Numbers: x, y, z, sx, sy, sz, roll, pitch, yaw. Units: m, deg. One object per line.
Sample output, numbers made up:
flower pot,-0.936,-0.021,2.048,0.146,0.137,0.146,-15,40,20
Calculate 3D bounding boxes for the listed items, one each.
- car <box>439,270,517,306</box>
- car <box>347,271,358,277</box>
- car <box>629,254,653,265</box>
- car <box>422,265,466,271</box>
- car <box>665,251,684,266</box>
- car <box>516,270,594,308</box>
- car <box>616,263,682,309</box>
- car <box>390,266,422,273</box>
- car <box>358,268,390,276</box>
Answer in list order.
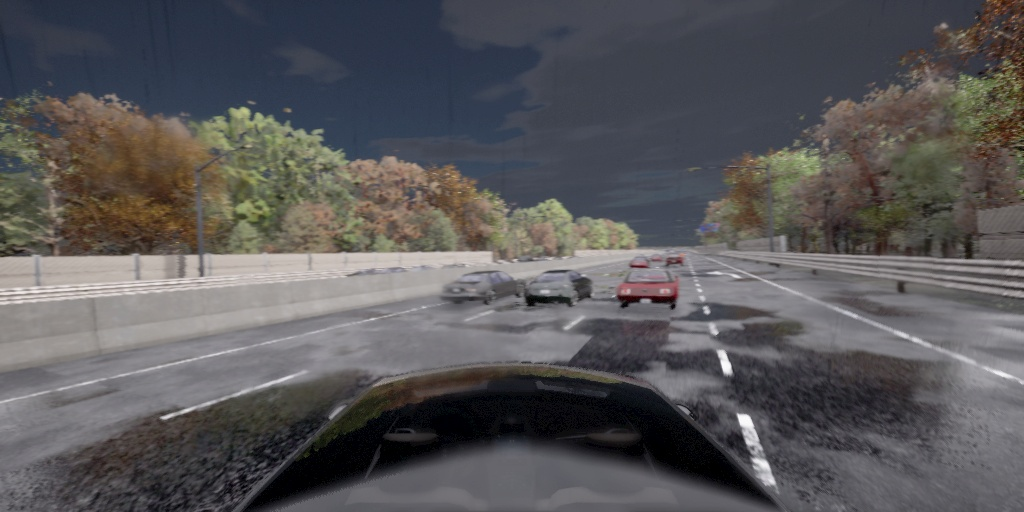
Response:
car,-1.114,1.371,16.482,2.033,1.411,5.357,-2,0,26
car,-14.828,2.001,36.531,1.994,1.385,4.181,-2,0,26
car,14.755,0.772,41.392,1.994,1.385,4.181,-2,0,26
car,-5.429,1.541,31.889,1.837,1.490,4.892,-2,-1,26
car,20.671,0.447,45.627,1.882,1.535,5.008,-2,0,26
car,2.081,1.251,15.061,1.994,1.385,4.181,-2,0,26
car,5.310,1.150,13.698,1.895,1.301,4.718,-2,0,26
car,-8.654,1.697,33.247,1.812,1.442,4.674,-2,0,26
car,-11.770,1.852,34.830,2.033,1.411,5.357,-2,0,26
